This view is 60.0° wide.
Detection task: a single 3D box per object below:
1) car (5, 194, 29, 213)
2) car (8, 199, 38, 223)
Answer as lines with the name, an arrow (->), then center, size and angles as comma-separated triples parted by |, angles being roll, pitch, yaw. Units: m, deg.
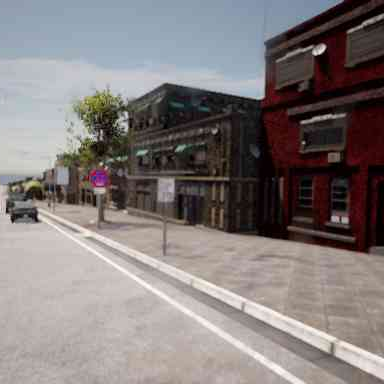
car -> -19.739, 1.279, 37.563 | 2.150, 2.045, 5.566 | 0, 0, -28
car -> -13.424, 1.546, 26.532 | 1.837, 1.490, 4.892 | 0, -1, -30
